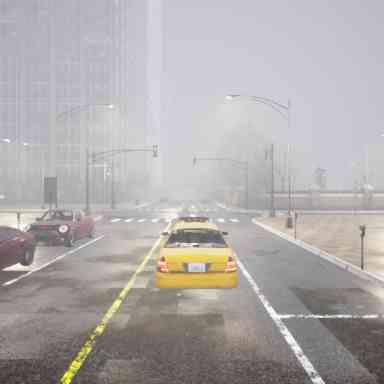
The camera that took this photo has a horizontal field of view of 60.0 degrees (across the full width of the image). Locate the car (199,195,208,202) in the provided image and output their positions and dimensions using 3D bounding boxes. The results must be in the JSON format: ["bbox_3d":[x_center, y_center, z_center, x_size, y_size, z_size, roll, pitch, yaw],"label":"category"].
[{"bbox_3d":[2.609,1.454,74.720,1.887,1.381,4.507,0,0,0],"label":"car"}]

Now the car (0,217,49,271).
[{"bbox_3d":[-5.700,1.579,8.879,1.802,1.307,4.206,0,0,0],"label":"car"}]

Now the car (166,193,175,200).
[{"bbox_3d":[-5.933,1.181,91.337,2.192,1.841,5.009,0,0,0],"label":"car"}]

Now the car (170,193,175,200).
[{"bbox_3d":[-5.928,1.323,85.779,1.967,1.590,4.097,0,0,0],"label":"car"}]

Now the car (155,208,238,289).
[{"bbox_3d":[0.089,1.454,9.081,1.801,1.575,5.366,0,0,0],"label":"car"}]

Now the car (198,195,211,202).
[{"bbox_3d":[2.682,1.492,63.605,1.947,1.339,4.313,0,0,0],"label":"car"}]

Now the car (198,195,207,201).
[{"bbox_3d":[2.603,1.448,80.280,2.008,1.369,4.403,0,0,0],"label":"car"}]

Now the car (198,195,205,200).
[{"bbox_3d":[2.592,1.411,91.402,1.887,1.381,4.507,0,0,0],"label":"car"}]

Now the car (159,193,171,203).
[{"bbox_3d":[-5.911,1.485,69.095,1.947,1.339,4.313,0,0,0],"label":"car"}]

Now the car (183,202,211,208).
[{"bbox_3d":[0.095,1.535,19.344,2.033,1.411,5.357,0,0,0],"label":"car"}]

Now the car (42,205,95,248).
[{"bbox_3d":[-5.706,1.433,14.572,1.967,1.590,4.097,0,0,0],"label":"car"}]
